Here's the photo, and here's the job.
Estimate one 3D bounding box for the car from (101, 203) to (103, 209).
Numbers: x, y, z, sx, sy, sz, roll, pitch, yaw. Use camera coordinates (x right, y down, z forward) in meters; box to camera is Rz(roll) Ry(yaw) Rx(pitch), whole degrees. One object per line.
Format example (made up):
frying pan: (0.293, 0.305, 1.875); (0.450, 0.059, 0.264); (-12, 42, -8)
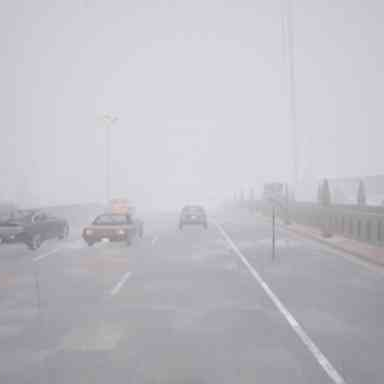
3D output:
car: (-14.105, 2.755, 56.077); (1.895, 1.301, 4.718); (0, -5, 1)

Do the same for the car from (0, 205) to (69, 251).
car: (-6.916, 1.512, 14.284); (2.128, 1.511, 4.902); (0, 0, 0)

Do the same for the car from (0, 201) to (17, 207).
car: (-21.127, 1.695, 36.675); (1.895, 1.301, 4.718); (0, -1, 0)

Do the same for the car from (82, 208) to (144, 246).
car: (-3.415, 1.619, 15.348); (1.895, 1.301, 4.718); (0, 0, 0)

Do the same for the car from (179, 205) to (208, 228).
car: (0.077, 1.570, 22.326); (2.033, 1.411, 5.357); (0, 0, 0)

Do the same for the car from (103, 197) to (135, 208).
car: (-6.935, 1.394, 32.803); (2.097, 1.767, 4.553); (0, 0, 0)

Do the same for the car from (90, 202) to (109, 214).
car: (-17.571, 3.125, 63.411); (2.150, 2.045, 5.566); (0, -6, 0)
